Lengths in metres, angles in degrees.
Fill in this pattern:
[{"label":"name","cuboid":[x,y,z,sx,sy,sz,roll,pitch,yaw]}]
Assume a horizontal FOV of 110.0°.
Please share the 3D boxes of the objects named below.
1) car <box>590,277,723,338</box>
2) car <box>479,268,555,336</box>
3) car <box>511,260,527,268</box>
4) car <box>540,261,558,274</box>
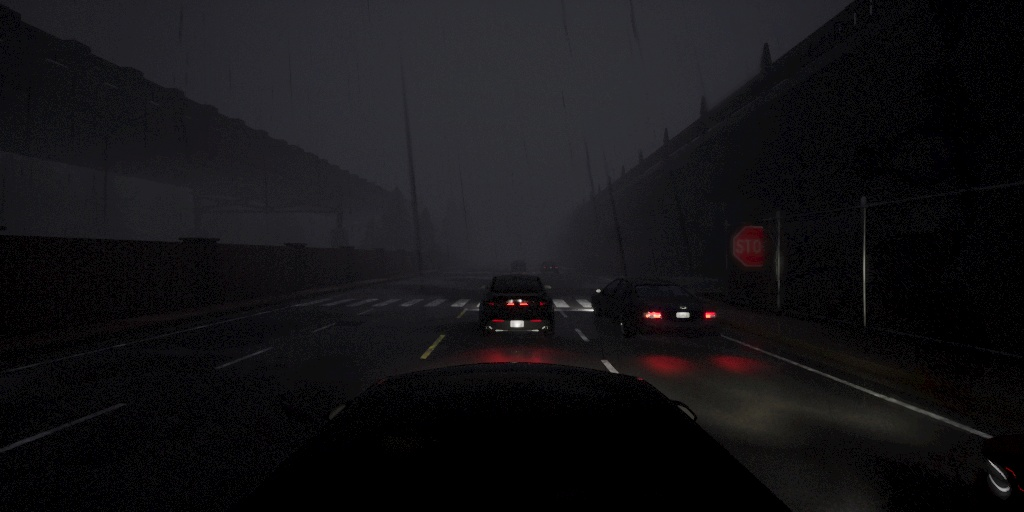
[{"label":"car","cuboid":[3.622,1.297,10.098,2.033,1.411,5.357,0,0,0]},{"label":"car","cuboid":[0.119,1.255,10.350,1.837,1.490,4.892,0,0,0]},{"label":"car","cuboid":[0.855,1.228,45.911,1.882,1.535,5.008,0,0,1]},{"label":"car","cuboid":[4.256,1.297,41.393,2.033,1.411,5.357,0,0,1]}]
